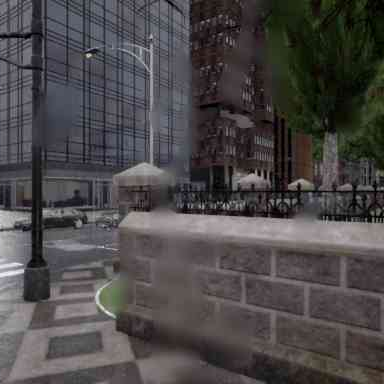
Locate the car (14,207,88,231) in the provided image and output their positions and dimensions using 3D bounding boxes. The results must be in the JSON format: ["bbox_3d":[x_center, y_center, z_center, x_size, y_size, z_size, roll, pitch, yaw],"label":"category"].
[{"bbox_3d":[-8.439,1.634,20.223,2.008,1.369,4.403,0,-1,36],"label":"car"}]

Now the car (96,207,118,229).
[{"bbox_3d":[-4.025,1.460,21.778,2.097,1.767,4.553,0,-1,36],"label":"car"}]
